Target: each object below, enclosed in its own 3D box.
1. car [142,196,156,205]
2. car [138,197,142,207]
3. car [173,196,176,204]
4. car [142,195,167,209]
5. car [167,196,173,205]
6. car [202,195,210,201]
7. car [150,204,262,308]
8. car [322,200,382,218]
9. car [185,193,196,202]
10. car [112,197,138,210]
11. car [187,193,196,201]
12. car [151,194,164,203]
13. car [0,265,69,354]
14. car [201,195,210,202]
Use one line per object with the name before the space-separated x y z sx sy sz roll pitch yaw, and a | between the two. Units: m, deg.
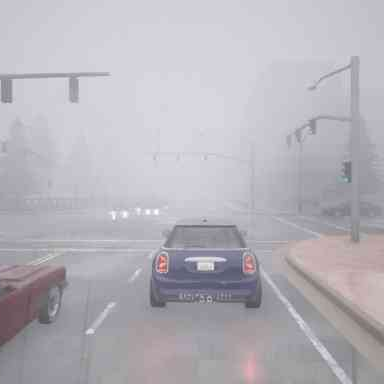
car | -7.938 1.505 61.921 1.837 1.490 4.892 0 0 3
car | -8.347 1.491 51.835 2.128 1.511 4.902 0 0 2
car | -4.274 1.478 65.454 1.882 1.535 5.008 0 0 3
car | -5.078 1.491 45.797 2.128 1.511 4.902 0 0 2
car | -4.715 1.478 55.156 1.882 1.535 5.008 0 0 2
car | 3.404 1.475 82.324 1.882 1.535 5.008 0 0 2
car | 0.305 1.352 8.090 2.097 1.767 4.553 0 0 2
car | 14.115 1.505 29.515 4.892 1.490 1.837 0 0 4
car | -0.459 1.520 72.755 1.812 1.442 4.674 0 0 2
car | -8.705 1.601 42.530 1.895 1.301 4.718 0 0 2
car | -0.092 1.223 82.486 2.150 2.045 5.566 0 0 2
car | -7.490 1.355 72.076 2.097 1.767 4.553 0 0 2
car | -3.307 1.601 4.216 1.895 1.301 4.718 0 0 2
car | 3.076 1.549 73.619 1.994 1.385 4.181 0 0 2
